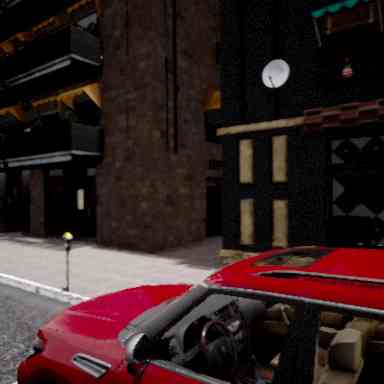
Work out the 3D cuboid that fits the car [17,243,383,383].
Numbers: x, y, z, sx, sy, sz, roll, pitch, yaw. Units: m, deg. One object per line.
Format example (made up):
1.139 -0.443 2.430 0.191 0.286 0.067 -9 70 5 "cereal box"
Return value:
0.888 1.319 2.245 5.009 1.841 2.192 -1 -1 35 "car"
